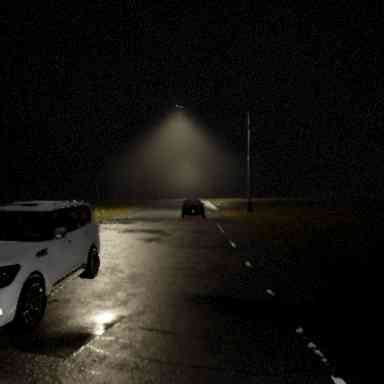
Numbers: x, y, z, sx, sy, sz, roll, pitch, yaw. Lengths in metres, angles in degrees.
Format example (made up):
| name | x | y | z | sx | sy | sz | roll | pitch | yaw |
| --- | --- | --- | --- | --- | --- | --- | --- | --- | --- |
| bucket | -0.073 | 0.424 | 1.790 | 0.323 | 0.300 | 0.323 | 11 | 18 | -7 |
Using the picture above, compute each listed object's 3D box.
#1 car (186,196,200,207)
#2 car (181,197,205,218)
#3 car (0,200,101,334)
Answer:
| name | x | y | z | sx | sy | sz | roll | pitch | yaw |
| --- | --- | --- | --- | --- | --- | --- | --- | --- | --- |
| car | 0.110 | 1.383 | 48.798 | 1.994 | 1.385 | 4.181 | 0 | 0 | 0 |
| car | 0.098 | 1.395 | 29.409 | 1.882 | 1.535 | 5.008 | 0 | 1 | 0 |
| car | -3.596 | 1.230 | 7.113 | 2.150 | 2.045 | 5.566 | 0 | 0 | 0 |
